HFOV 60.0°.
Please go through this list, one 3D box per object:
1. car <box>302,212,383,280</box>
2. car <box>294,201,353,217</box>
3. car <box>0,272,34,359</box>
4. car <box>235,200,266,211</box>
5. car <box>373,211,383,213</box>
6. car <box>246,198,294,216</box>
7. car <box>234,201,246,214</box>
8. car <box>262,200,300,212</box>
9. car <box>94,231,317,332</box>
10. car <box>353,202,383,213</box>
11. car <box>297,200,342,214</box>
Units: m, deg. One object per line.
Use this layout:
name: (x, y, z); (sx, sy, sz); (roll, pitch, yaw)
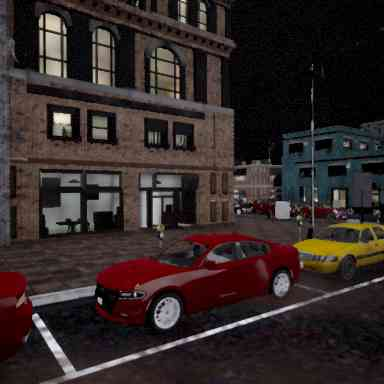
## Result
car: (4.685, 1.522, 9.905); (4.829, 1.417, 1.752); (0, 0, -35)
car: (11.890, 1.669, 30.257); (1.967, 1.590, 4.097); (-1, 0, -37)
car: (-4.203, 1.543, 3.565); (4.507, 1.381, 1.887); (0, 0, -35)
car: (8.523, 1.907, 48.832); (2.008, 1.369, 4.403); (-1, 0, -37)
car: (9.338, 1.540, 13.223); (4.507, 1.381, 1.887); (0, 0, -35)
car: (8.522, 1.611, 34.800); (2.192, 1.841, 5.009); (-1, 0, -37)
car: (5.163, 1.914, 39.344); (2.008, 1.369, 4.403); (-1, 0, -37)
car: (11.786, 1.816, 44.424); (1.752, 1.417, 4.829); (-1, 0, -37)
car: (0.311, 1.542, 6.784); (4.507, 1.381, 1.887); (0, 0, -35)
car: (18.619, 1.720, 35.201); (1.947, 1.339, 4.313); (-1, 0, -37)
car: (15.151, 1.749, 39.881); (1.752, 1.417, 4.829); (-1, 0, -37)
